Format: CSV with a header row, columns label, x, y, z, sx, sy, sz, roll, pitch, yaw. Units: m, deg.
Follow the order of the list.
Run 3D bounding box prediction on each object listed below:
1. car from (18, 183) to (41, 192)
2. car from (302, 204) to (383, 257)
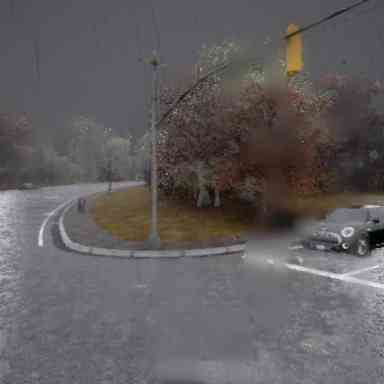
label,x,y,z,sx,sy,sz,roll,pitch,yaw
car,-29.218,-0.917,59.978,2.033,1.411,5.357,0,4,-1
car,6.333,1.313,12.850,4.553,1.767,2.097,-1,0,-34
